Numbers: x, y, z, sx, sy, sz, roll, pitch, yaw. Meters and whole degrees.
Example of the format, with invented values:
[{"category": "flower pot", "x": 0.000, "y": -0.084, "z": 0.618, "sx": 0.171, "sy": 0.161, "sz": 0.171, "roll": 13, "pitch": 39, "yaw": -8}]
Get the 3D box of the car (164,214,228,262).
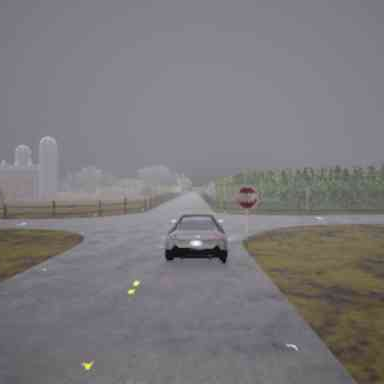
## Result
[{"category": "car", "x": 0.180, "y": 1.446, "z": 11.658, "sx": 1.994, "sy": 1.385, "sz": 4.181, "roll": 0, "pitch": 0, "yaw": 2}]
